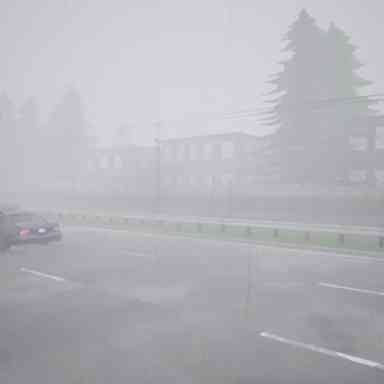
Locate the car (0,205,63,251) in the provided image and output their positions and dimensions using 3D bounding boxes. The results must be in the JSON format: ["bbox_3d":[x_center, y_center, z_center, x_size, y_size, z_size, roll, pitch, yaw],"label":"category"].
[{"bbox_3d":[-7.558,1.457,13.672,5.357,1.411,2.033,0,0,35],"label":"car"}]

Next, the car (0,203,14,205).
[{"bbox_3d":[-12.222,1.420,21.293,4.181,1.385,1.994,0,0,35],"label":"car"}]
